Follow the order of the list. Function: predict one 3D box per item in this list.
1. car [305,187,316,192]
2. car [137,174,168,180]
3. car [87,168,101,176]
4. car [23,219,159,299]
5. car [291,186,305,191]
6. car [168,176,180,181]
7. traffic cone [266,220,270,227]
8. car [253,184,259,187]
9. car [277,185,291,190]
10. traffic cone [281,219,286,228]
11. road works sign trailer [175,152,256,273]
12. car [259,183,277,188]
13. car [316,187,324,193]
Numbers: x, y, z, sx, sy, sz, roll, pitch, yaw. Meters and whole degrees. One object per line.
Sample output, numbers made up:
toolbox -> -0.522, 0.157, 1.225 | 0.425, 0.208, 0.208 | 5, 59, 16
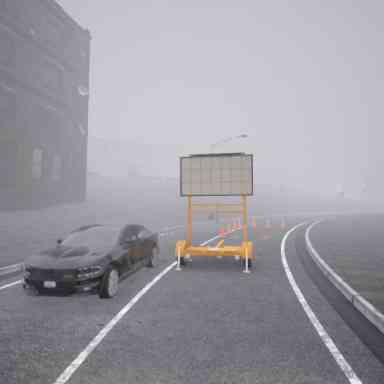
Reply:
car -> 28.273, -0.376, 83.539 | 4.553, 1.767, 2.185 | 4, -6, -41
car -> -7.135, -2.324, 56.832 | 4.892, 1.521, 2.231 | 2, -5, -33
car -> -16.330, -2.840, 50.923 | 4.553, 1.767, 2.185 | 2, -5, -33
car -> -2.325, 1.554, 8.945 | 1.882, 1.535, 5.008 | -1, -1, 10
car -> 24.045, -0.560, 79.815 | 4.892, 1.521, 2.231 | 4, -6, -40
car -> -2.501, -2.114, 59.824 | 4.892, 1.521, 2.231 | 3, -5, -33
traffic cone -> 5.298, 2.165, 23.152 | 0.340, 0.580, 0.340 | -2, -1, 17
car -> 11.076, -1.501, 69.388 | 4.553, 1.767, 2.185 | 3, -6, -36
car -> 19.899, -0.794, 76.329 | 4.674, 1.452, 2.002 | 4, -6, -39
traffic cone -> 6.252, 2.136, 22.862 | 0.340, 0.580, 0.340 | -2, -1, 17
road works sign trailer -> 0.841, 0.530, 11.035 | 2.380, 3.560, 2.880 | -1, -1, 12
car -> 15.603, -1.074, 72.875 | 4.792, 1.488, 2.163 | 3, -6, -38
car -> 32.413, -0.165, 87.321 | 5.566, 2.045, 2.435 | 5, -6, -42
